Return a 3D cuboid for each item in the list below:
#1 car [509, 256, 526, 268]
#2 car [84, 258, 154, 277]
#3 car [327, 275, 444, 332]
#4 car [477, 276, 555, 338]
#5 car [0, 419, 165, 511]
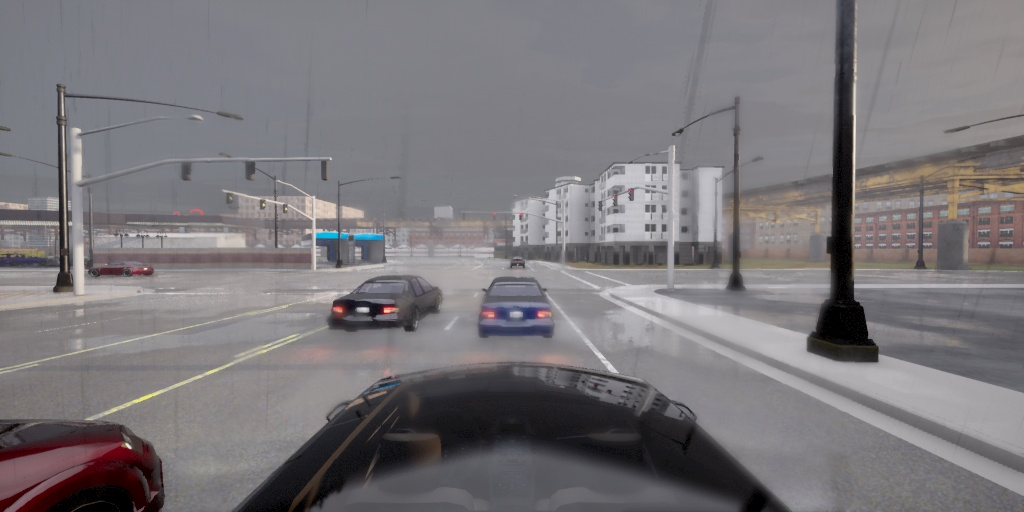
[{"bbox_3d":[0.707,0.772,46.138,1.837,1.490,4.892,0,1,0],"label":"car"},{"bbox_3d":[-33.702,1.084,30.964,4.181,1.385,1.994,0,1,-1],"label":"car"},{"bbox_3d":[-3.406,1.274,10.716,2.033,1.411,5.357,0,0,0],"label":"car"},{"bbox_3d":[0.090,1.279,10.114,2.033,1.411,5.357,0,0,0],"label":"car"},{"bbox_3d":[-3.395,1.314,0.719,1.994,1.385,4.181,0,0,0],"label":"car"}]
